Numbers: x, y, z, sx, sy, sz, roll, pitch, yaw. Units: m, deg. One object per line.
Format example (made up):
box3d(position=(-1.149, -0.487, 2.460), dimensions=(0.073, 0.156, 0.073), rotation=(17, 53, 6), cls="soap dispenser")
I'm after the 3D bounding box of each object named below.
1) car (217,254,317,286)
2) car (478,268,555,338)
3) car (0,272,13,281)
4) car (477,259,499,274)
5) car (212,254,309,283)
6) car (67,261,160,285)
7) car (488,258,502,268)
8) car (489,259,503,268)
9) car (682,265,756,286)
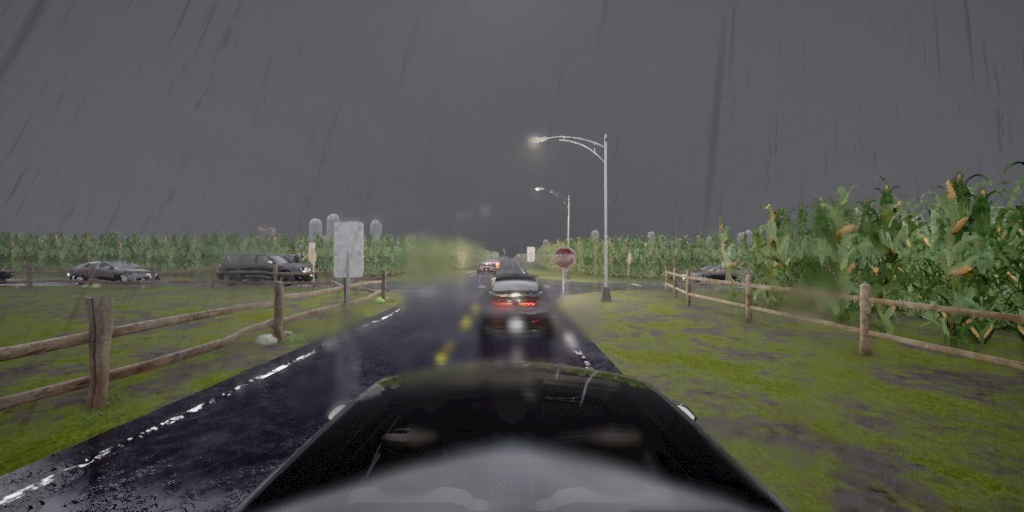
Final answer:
box3d(position=(-15.791, 0.871, 23.316), dimensions=(5.566, 2.045, 2.150), rotation=(0, -1, 0), cls="car")
box3d(position=(0.108, 1.256, 10.248), dimensions=(1.837, 1.490, 4.892), rotation=(0, 0, 0), cls="car")
box3d(position=(-36.159, 1.143, 23.525), dimensions=(4.718, 1.301, 1.895), rotation=(0, -1, 1), cls="car")
box3d(position=(-2.802, 1.304, 40.892), dimensions=(1.994, 1.385, 4.181), rotation=(0, 0, 0), cls="car")
box3d(position=(-18.301, 0.885, 26.275), dimensions=(5.566, 2.045, 2.150), rotation=(0, -1, 1), cls="car")
box3d(position=(-25.881, 1.086, 23.407), dimensions=(4.902, 1.511, 2.128), rotation=(0, -1, 1), cls="car")
box3d(position=(-2.777, 1.086, 50.982), dimensions=(2.097, 1.767, 4.553), rotation=(0, 0, 0), cls="car")
box3d(position=(-2.753, 1.216, 61.291), dimensions=(2.128, 1.511, 4.902), rotation=(0, 0, 0), cls="car")
box3d(position=(14.874, 1.361, 25.897), dimensions=(4.902, 1.511, 2.128), rotation=(0, -1, 1), cls="car")
